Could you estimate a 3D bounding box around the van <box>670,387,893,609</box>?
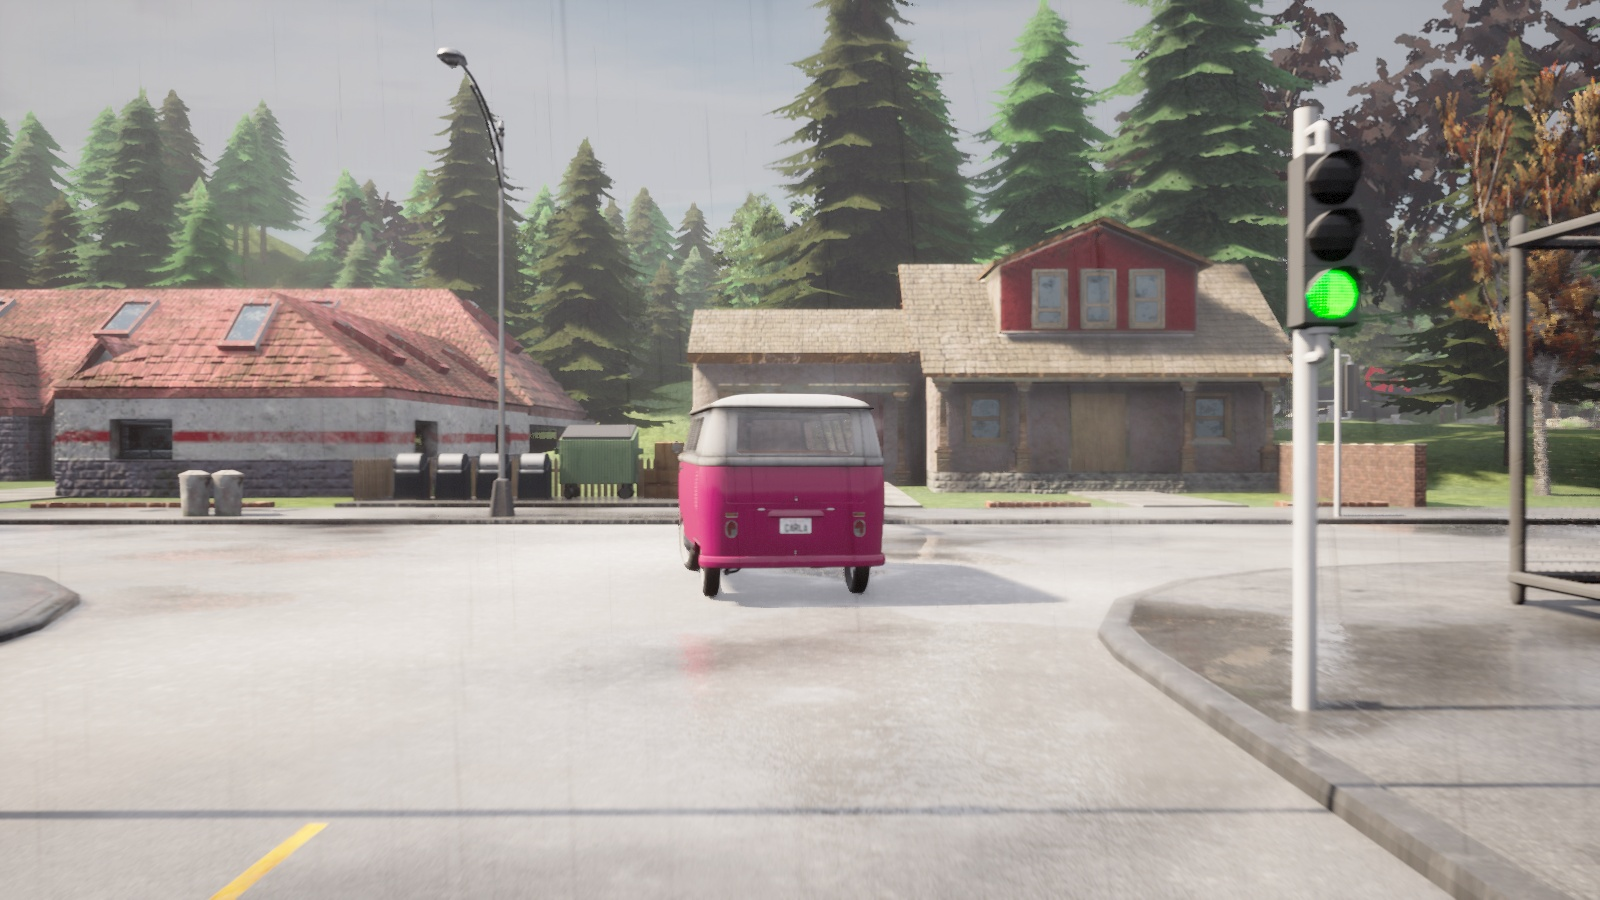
[{"bbox_3d":[-0.378,0.418,13.567,1.775,1.987,4.442,0,0,-9],"label":"van"}]
